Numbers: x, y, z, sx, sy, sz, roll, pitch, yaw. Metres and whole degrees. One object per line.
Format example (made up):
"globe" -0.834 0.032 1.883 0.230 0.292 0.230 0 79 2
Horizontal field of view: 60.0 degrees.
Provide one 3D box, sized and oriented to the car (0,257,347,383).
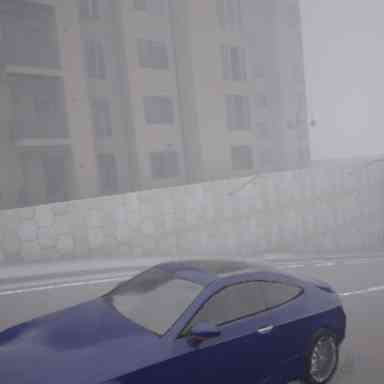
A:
"car" 0.039 1.594 4.019 4.674 1.442 1.812 3 -2 -36
